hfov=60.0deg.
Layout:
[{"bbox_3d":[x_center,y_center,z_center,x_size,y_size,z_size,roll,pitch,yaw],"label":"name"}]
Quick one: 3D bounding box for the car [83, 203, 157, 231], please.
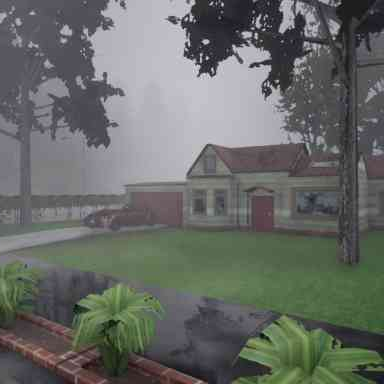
[{"bbox_3d":[-3.849,1.300,18.360,1.994,1.381,4.181,0,0,35],"label":"car"}]
